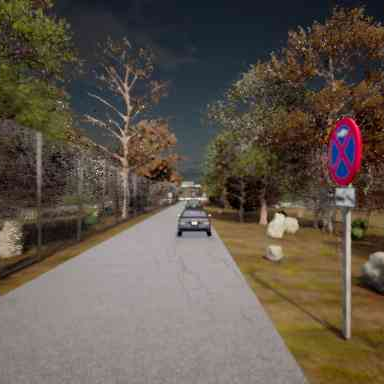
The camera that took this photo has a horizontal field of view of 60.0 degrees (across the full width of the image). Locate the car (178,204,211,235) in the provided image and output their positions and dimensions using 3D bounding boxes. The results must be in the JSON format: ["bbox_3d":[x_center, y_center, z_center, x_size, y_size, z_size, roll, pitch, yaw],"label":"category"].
[{"bbox_3d":[0.137,1.643,19.346,2.033,1.411,5.357,0,0,0],"label":"car"}]

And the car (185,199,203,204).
[{"bbox_3d":[0.236,1.621,40.265,2.097,1.767,4.553,0,0,0],"label":"car"}]
